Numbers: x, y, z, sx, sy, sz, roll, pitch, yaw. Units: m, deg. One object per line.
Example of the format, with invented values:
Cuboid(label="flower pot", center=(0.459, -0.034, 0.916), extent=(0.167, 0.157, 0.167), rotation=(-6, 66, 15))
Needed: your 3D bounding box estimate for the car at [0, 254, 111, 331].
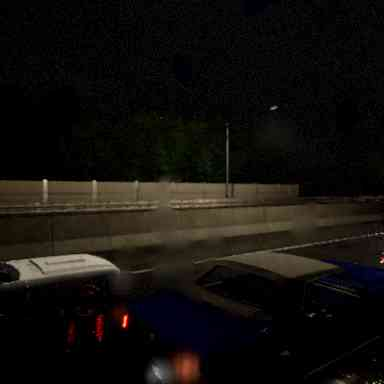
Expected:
Cuboid(label="car", center=(-3.566, 1.600, 5.501), extent=(4.718, 1.301, 1.895), rotation=(0, 0, -36))

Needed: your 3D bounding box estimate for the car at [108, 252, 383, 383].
Cuboid(label="car", center=(1.449, 1.577, 4.783), extent=(4.718, 1.301, 1.895), rotation=(0, 0, -36))
